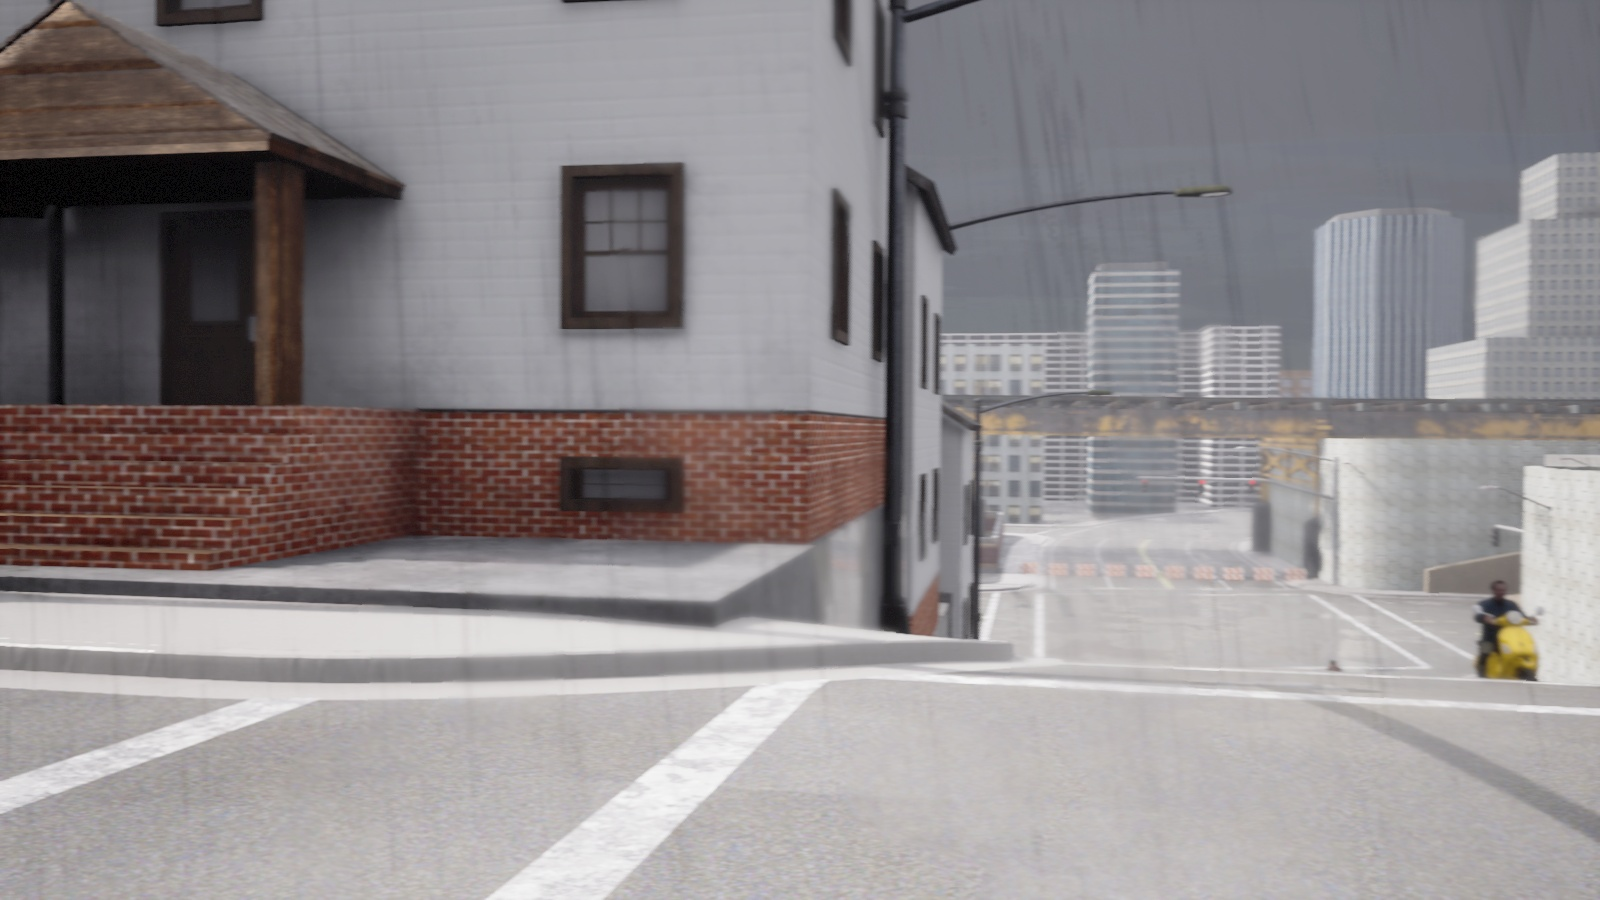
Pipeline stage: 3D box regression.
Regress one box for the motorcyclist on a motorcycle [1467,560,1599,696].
[{"bbox_3d":[9.346,2.310,16.049,0.866,1.590,1.817,-1,-12,11],"label":"motorcyclist on a motorcycle"}]
